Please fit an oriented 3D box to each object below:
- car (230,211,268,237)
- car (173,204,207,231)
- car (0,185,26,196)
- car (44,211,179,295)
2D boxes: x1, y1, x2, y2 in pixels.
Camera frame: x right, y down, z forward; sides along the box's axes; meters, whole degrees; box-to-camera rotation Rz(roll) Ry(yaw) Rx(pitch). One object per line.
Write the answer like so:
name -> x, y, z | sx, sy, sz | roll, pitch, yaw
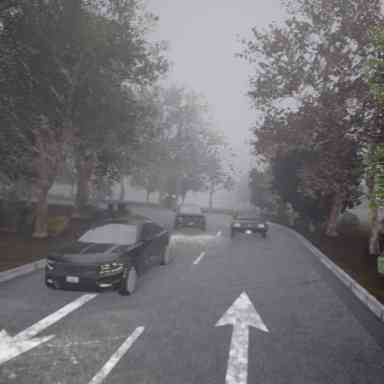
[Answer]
car -> 3.168, 1.743, 19.094 | 1.895, 1.301, 4.718 | 2, 0, 7
car -> -0.168, 1.524, 21.515 | 1.882, 1.535, 5.008 | 2, 0, -3
car -> -22.185, -0.169, 39.328 | 5.008, 1.535, 1.882 | 4, -1, 12
car -> -1.937, 1.485, 9.099 | 1.882, 1.535, 5.008 | 1, 0, 10
